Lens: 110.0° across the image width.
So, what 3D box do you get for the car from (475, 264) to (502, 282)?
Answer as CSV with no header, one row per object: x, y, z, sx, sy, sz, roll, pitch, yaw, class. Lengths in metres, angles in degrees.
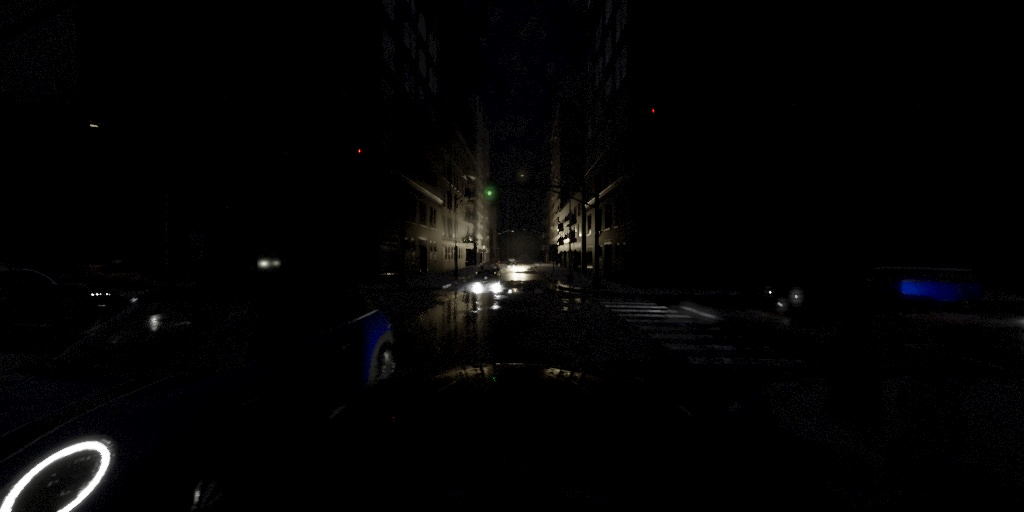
-1.918,1.370,29.623,1.895,1.301,4.718,0,0,2,car

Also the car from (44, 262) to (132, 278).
-13.892,1.059,10.978,4.902,1.511,2.128,1,0,2,car

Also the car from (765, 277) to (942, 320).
12.363,1.567,13.401,4.718,1.301,1.895,1,0,4,car

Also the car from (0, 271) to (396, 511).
-2.899,1.092,3.621,2.097,1.767,4.553,0,0,2,car

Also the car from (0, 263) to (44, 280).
-14.695,0.886,8.254,5.009,1.841,2.192,0,0,2,car

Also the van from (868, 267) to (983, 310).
17.948,1.382,15.807,3.998,1.789,1.690,0,0,2,van
